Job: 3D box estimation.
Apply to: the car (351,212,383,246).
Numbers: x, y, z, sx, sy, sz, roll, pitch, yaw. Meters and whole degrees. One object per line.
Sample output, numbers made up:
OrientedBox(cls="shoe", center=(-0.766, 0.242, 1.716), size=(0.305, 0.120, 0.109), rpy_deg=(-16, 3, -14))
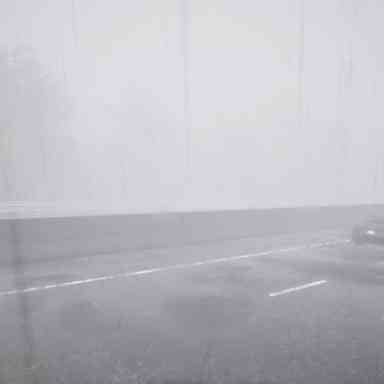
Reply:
OrientedBox(cls="car", center=(8.762, 1.575, 14.416), size=(4.181, 1.385, 1.994), rpy_deg=(0, 0, -35))
